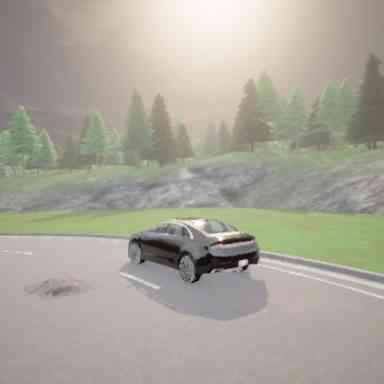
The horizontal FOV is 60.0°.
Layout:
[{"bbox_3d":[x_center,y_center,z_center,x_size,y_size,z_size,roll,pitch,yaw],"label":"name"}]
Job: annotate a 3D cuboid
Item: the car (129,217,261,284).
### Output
[{"bbox_3d":[-0.212,1.493,9.774,2.128,1.511,4.902,-1,0,-36],"label":"car"}]
